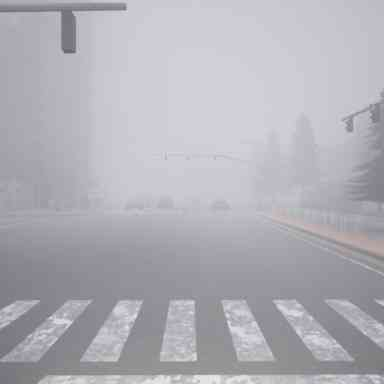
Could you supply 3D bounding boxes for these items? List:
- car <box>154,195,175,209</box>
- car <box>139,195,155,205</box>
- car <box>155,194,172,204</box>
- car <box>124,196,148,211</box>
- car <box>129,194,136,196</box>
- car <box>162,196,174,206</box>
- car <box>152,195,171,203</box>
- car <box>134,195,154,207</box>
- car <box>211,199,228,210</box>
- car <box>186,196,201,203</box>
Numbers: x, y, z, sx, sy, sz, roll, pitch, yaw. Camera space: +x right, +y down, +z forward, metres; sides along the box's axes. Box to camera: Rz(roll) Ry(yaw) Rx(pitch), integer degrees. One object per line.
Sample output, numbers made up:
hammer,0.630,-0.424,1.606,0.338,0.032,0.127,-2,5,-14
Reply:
car,-3.576,1.371,45.902,2.097,1.767,4.553,0,0,0
car,-8.457,1.378,61.836,2.097,1.767,4.553,0,0,-18
car,-5.507,1.379,64.157,2.097,1.767,4.553,0,0,-19
car,-7.079,1.543,41.823,1.812,1.442,4.674,0,0,0
car,-14.522,1.383,81.072,4.553,1.767,2.097,0,0,32
car,-3.914,1.501,55.109,1.882,1.535,5.008,0,0,-4
car,-6.868,1.531,74.174,1.837,1.490,4.892,0,0,-39
car,-7.204,1.513,51.089,2.128,1.511,4.902,0,0,-1
car,3.605,1.582,43.511,1.994,1.385,4.181,0,0,0
car,0.277,1.554,68.497,1.812,1.442,4.674,0,0,-23
